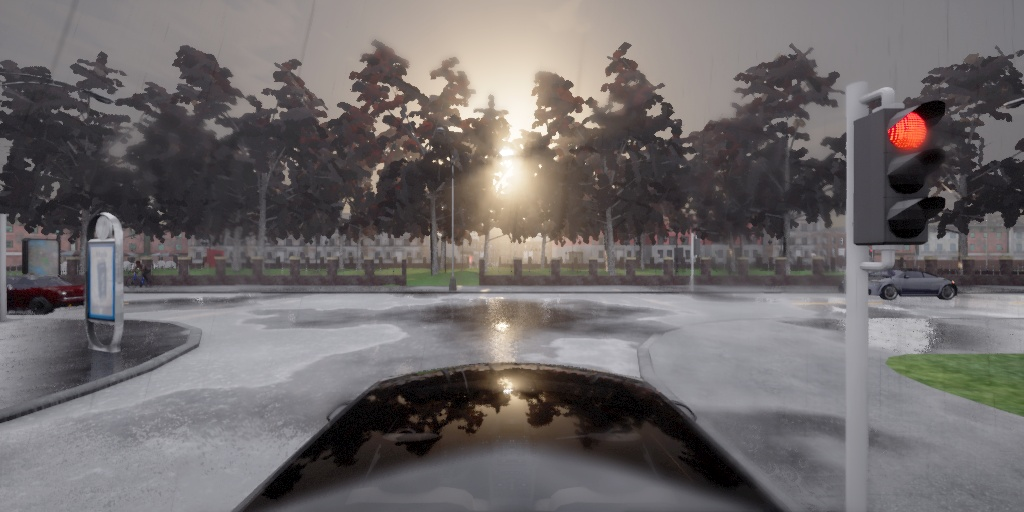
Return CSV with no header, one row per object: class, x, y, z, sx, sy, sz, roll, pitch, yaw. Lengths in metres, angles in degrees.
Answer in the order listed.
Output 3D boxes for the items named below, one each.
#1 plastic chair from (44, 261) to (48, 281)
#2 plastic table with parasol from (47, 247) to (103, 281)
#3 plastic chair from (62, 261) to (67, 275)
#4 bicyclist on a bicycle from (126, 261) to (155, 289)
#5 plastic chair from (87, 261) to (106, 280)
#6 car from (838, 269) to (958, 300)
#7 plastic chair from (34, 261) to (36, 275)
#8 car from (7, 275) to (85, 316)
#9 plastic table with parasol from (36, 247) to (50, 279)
plastic chair,-40.212,1.293,31.512,0.730,1.272,0.750,0,0,-40
plastic table with parasol,-39.181,0.694,32.257,2.482,2.480,2.482,0,0,-40
plastic chair,-38.279,1.306,31.284,0.750,1.272,0.730,0,0,-35
bicyclist on a bicycle,-22.028,1.099,21.269,0.582,1.620,1.656,0,0,0
plastic chair,-38.183,1.296,32.990,0.730,1.272,0.750,0,0,-40
car,18.249,1.314,17.080,4.181,1.385,1.994,0,0,0
plastic chair,-44.610,1.295,34.151,0.730,1.272,0.750,0,0,-41
car,-17.333,1.351,12.872,4.718,1.301,1.895,0,0,0
plastic table with parasol,-43.602,0.620,34.901,2.482,2.480,2.482,0,0,-39
